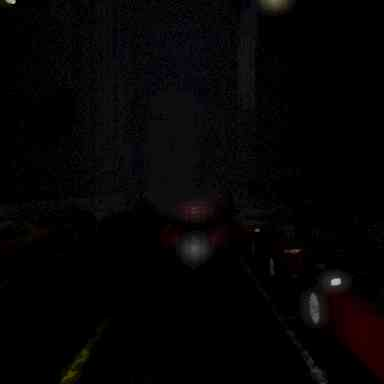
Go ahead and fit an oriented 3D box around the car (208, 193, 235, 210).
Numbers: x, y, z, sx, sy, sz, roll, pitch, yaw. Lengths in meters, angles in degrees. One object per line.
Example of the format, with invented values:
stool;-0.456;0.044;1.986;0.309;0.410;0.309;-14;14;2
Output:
car;3.005;1.052;32.112;2.192;1.841;5.009;0;0;0

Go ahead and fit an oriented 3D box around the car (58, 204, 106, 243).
car;-5.649;1.438;15.251;1.947;1.339;4.313;0;0;0

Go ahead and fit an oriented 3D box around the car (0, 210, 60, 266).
car;-5.693;1.445;9.441;1.752;1.417;4.829;0;0;0

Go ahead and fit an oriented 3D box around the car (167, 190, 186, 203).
car;-2.616;0.763;57.715;2.150;2.045;5.566;0;0;1

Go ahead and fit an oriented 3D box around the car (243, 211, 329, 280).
car;2.833;1.464;9.554;1.887;1.381;4.507;0;0;0

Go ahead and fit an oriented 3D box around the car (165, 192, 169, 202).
car;-5.347;1.114;54.734;2.008;1.369;4.403;0;0;0

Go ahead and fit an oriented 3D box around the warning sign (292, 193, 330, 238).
warning sign;5.182;0.994;14.599;1.300;1.860;1.060;0;1;0

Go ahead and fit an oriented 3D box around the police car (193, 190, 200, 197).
police car;1.454;0.808;79.734;1.930;1.638;5.238;0;0;0

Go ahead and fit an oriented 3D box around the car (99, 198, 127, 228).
car;-5.607;1.353;20.721;1.752;1.417;4.829;0;0;0

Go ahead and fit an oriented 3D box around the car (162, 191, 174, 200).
car;-5.218;0.756;71.653;2.192;1.841;5.009;0;0;0

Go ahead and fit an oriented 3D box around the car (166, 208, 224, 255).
car;0.137;1.494;12.736;1.895;1.301;4.718;0;0;1

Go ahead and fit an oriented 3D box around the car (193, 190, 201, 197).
car;1.433;0.490;95.640;2.150;2.045;5.566;0;0;-1

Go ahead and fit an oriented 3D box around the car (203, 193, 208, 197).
car;3.135;1.158;49.035;2.008;1.369;4.403;0;0;0

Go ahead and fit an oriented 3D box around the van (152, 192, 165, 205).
van;-5.390;0.947;49.092;1.690;1.788;3.998;0;0;0

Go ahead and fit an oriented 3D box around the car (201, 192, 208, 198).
car;3.481;0.824;94.156;1.887;1.381;4.507;0;0;0

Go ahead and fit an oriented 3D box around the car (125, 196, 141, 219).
car;-5.564;1.308;26.362;1.752;1.417;4.829;0;0;0

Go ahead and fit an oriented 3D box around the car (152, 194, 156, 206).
car;-5.477;1.219;37.643;1.752;1.417;4.829;0;0;0

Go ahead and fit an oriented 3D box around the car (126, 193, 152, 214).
car;-5.520;1.051;32.171;2.192;1.841;5.009;0;0;0

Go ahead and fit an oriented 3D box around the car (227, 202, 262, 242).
car;2.877;1.397;15.364;1.752;1.417;4.829;0;0;0

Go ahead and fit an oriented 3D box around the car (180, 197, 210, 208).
car;0.252;1.372;27.737;1.895;1.301;4.718;0;0;1

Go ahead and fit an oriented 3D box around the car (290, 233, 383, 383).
car;2.790;1.511;3.913;1.887;1.381;4.507;0;0;0

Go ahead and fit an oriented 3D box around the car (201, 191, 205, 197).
car;3.264;0.923;65.954;1.967;1.590;4.097;0;0;0
